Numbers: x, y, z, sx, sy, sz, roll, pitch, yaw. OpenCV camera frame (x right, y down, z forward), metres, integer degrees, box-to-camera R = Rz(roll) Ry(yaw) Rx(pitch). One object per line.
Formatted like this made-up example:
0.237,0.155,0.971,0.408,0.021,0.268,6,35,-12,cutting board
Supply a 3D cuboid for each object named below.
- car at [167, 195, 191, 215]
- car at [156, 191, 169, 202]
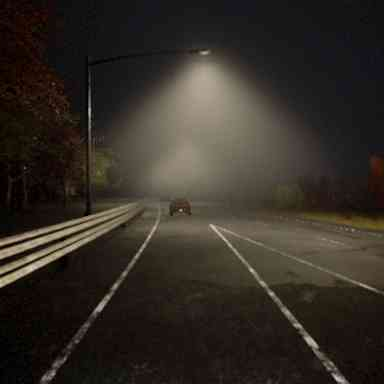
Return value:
-1.168,1.323,31.228,1.837,1.490,4.892,0,0,-5,car
-5.002,1.102,62.236,2.033,1.411,5.357,0,1,-11,car
